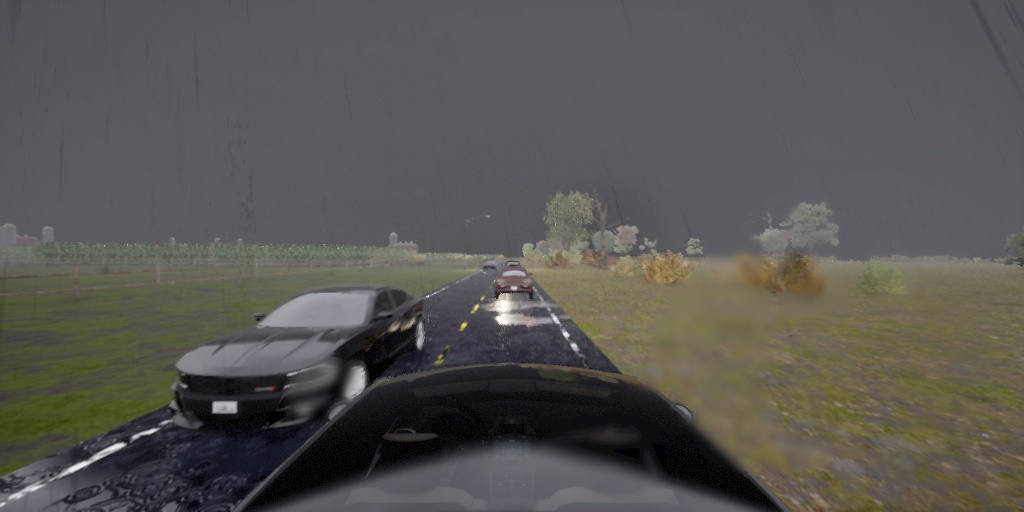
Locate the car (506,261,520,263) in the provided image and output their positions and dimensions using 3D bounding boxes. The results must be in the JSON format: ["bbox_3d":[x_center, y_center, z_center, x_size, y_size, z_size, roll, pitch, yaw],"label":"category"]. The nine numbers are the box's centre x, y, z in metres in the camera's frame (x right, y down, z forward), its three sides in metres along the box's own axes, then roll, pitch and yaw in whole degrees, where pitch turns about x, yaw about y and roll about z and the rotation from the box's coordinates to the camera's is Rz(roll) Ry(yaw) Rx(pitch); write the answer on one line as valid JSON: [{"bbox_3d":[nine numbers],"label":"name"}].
[{"bbox_3d":[0.097,1.242,36.720,1.837,1.490,4.892,0,0,0],"label":"car"}]

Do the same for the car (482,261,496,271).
[{"bbox_3d":[-2.837,1.335,47.300,1.895,1.301,4.718,0,0,0],"label":"car"}]

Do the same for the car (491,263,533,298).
[{"bbox_3d":[0.098,1.270,18.363,1.812,1.442,4.674,0,0,0],"label":"car"}]

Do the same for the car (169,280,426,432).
[{"bbox_3d":[-2.851,1.226,6.055,1.882,1.535,5.008,0,0,0],"label":"car"}]
